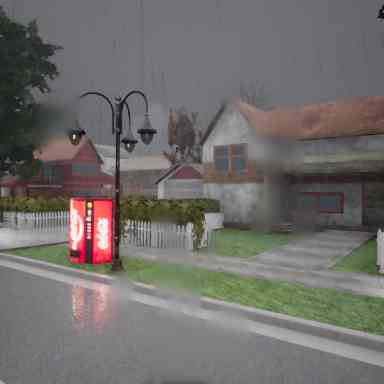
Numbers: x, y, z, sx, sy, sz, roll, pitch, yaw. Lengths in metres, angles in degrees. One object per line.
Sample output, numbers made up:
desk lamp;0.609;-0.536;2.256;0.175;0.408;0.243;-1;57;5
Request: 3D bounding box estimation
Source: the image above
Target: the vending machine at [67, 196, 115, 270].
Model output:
vending machine;-3.106;1.194;10.261;0.880;2.100;1.100;0;0;36
